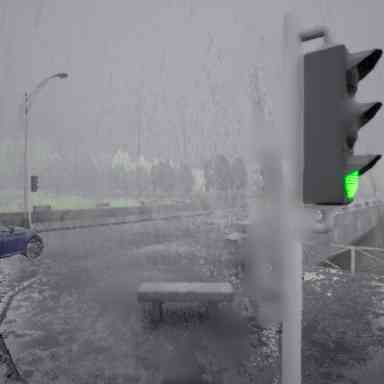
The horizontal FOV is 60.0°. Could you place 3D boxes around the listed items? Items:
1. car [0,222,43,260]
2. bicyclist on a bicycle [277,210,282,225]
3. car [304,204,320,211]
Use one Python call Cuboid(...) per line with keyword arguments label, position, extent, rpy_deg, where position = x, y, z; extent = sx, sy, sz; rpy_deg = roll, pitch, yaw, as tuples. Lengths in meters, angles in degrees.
Cuboid(label="car", position=(-6.388, 1.472, 9.662), extent=(1.812, 1.442, 4.674), rpy_deg=(-1, 0, 10))
Cuboid(label="bicyclist on a bicycle", position=(5.826, 1.315, 19.751), extent=(1.656, 1.620, 0.582), rpy_deg=(0, 0, 35))
Cuboid(label="car", position=(14.801, 1.510, 39.565), extent=(1.994, 1.385, 4.181), rpy_deg=(0, 0, 35))
